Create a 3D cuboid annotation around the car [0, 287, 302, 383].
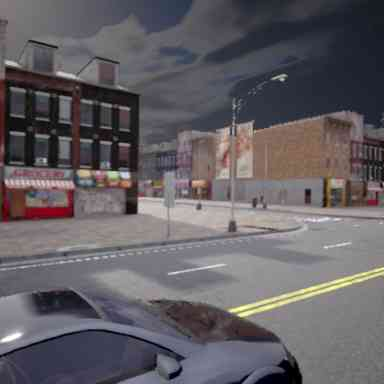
[{"bbox_3d":[-0.991,1.563,2.733,4.181,1.385,1.994,0,0,-36],"label":"car"}]
